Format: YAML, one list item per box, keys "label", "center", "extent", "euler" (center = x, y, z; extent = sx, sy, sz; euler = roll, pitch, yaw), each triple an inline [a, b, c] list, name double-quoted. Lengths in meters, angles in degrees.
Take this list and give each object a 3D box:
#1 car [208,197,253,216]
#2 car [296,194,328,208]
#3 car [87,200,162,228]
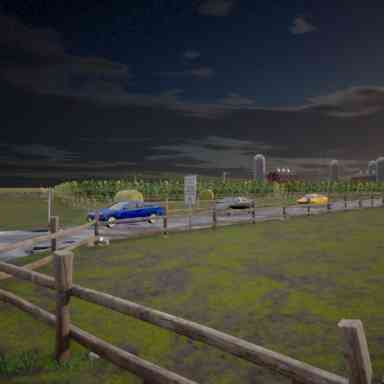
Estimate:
- label: "car"
  center: [3.437, 1.182, 28.316]
  extent: [4.902, 1.511, 2.128]
  euler: [-1, 1, -44]
- label: "car"
  center: [13.863, 0.999, 38.387]
  extent: [5.008, 1.535, 1.882]
  euler: [-2, 2, -44]
- label: "car"
  center: [-4.134, 1.291, 20.928]
  extent: [1.882, 1.535, 5.008]
  euler: [0, 1, 45]
